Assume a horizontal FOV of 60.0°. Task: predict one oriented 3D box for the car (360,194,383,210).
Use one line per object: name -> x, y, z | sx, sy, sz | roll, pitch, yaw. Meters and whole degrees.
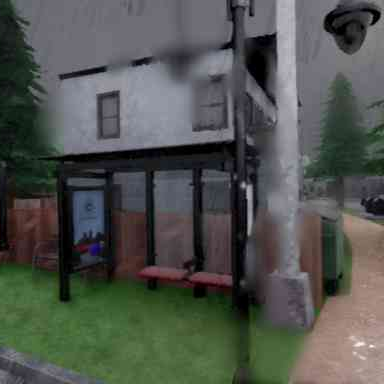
car -> 16.248, 0.912, 28.386 | 2.033, 1.411, 5.357 | -1, 1, 4
